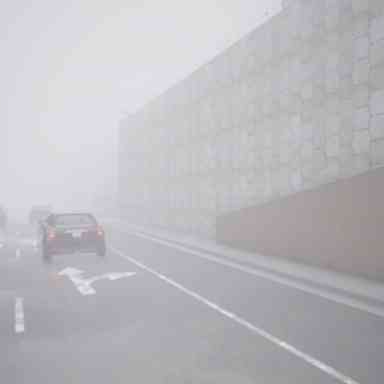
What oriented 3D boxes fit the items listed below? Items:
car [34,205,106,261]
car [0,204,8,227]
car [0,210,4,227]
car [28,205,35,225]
[{"bbox_3d":[-4.884,1.492,13.183,2.097,1.767,4.553,0,-1,-27],"label":"car"},{"bbox_3d":[-15.031,1.608,24.932,2.097,1.767,4.553,0,-1,-27],"label":"car"},{"bbox_3d":[-8.042,1.612,11.666,2.128,1.511,4.902,0,-1,-27],"label":"car"},{"bbox_3d":[-12.309,1.763,27.285,1.882,1.535,5.008,0,0,-27],"label":"car"}]
